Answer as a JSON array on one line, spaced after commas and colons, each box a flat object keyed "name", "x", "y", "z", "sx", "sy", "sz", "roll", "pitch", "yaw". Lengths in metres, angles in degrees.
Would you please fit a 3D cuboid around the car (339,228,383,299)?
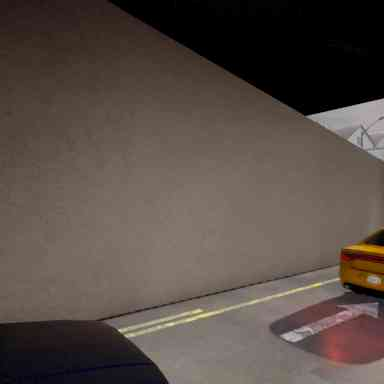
[{"name": "car", "x": 5.399, "y": 1.479, "z": 7.609, "sx": 5.008, "sy": 1.535, "sz": 1.882, "roll": 0, "pitch": 0, "yaw": -35}]

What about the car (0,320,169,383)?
[{"name": "car", "x": -2.698, "y": 1.547, "z": 1.860, "sx": 5.357, "sy": 1.411, "sz": 2.033, "roll": 0, "pitch": 0, "yaw": -35}]
